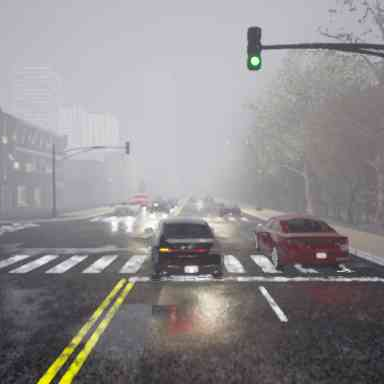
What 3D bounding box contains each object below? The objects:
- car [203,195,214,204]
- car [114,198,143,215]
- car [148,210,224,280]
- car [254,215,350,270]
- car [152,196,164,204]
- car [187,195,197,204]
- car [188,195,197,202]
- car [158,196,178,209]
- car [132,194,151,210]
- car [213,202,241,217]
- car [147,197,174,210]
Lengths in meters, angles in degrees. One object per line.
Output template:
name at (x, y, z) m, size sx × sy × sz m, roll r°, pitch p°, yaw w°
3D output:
car at (3.263, 1.380, 65.577) m, size 2.097 × 1.767 × 4.553 m, roll 0°, pitch 0°, yaw 0°
car at (-6.598, 1.617, 34.092) m, size 1.895 × 1.301 × 4.718 m, roll 0°, pitch 0°, yaw 1°
car at (-0.322, 1.512, 10.030) m, size 1.837 × 1.490 × 4.892 m, roll 0°, pitch 0°, yaw -7°
car at (3.352, 1.484, 11.079) m, size 1.882 × 1.535 × 5.008 m, roll 0°, pitch 0°, yaw 0°
car at (-6.486, 1.532, 63.754) m, size 1.837 × 1.490 × 4.892 m, roll 0°, pitch 0°, yaw 0°
car at (0.013, 1.553, 65.607) m, size 1.812 × 1.442 × 4.674 m, roll 0°, pitch 0°, yaw 0°
car at (0.015, 1.415, 75.610) m, size 1.994 × 1.385 × 4.181 m, roll 0°, pitch 0°, yaw 0°
car at (-3.315, 1.585, 45.254) m, size 1.994 × 1.385 × 4.181 m, roll 0°, pitch 0°, yaw 0°
car at (-6.571, 1.241, 43.635) m, size 2.150 × 2.045 × 5.566 m, roll 0°, pitch 0°, yaw 0°
car at (3.358, 1.617, 31.232) m, size 1.895 × 1.301 × 4.718 m, roll 0°, pitch 0°, yaw 0°
car at (-3.333, 1.581, 35.735) m, size 1.994 × 1.385 × 4.181 m, roll 0°, pitch 0°, yaw 0°
